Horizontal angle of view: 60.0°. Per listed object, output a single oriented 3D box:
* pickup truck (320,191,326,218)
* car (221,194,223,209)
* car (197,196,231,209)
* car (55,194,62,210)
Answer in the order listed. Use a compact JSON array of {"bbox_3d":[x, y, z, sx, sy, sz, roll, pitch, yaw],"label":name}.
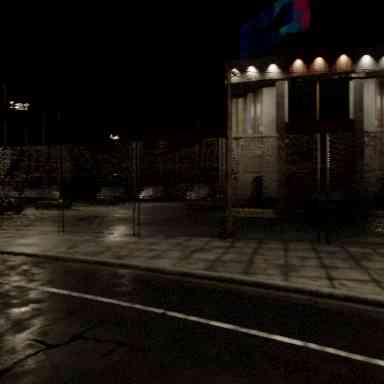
[{"bbox_3d":[8.682,0.979,21.930,2.390,2.098,6.274,0,0,16],"label":"pickup truck"},{"bbox_3d":[1.429,1.248,36.372,4.674,1.452,2.002,0,0,16],"label":"car"},{"bbox_3d":[2.743,1.257,41.139,3.806,1.475,1.970,0,0,16],"label":"car"},{"bbox_3d":[-15.772,1.244,37.209,4.193,1.474,1.816,0,0,16],"label":"car"}]
